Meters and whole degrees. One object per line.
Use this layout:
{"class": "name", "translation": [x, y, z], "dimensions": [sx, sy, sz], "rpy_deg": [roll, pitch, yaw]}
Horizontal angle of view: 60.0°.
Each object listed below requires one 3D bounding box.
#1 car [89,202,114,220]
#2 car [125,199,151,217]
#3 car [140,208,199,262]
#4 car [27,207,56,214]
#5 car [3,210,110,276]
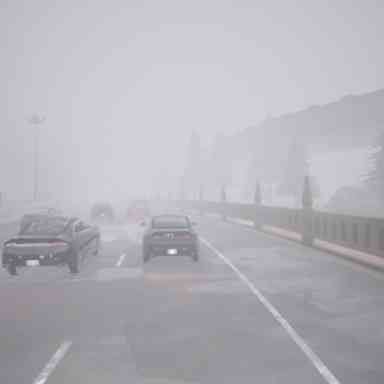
{"class": "car", "translation": [-7.962, 1.648, 29.492], "dimensions": [1.837, 1.490, 4.892], "rpy_deg": [0, 0, -16]}
{"class": "car", "translation": [-5.424, 1.497, 33.145], "dimensions": [2.097, 1.767, 4.553], "rpy_deg": [0, 0, -16]}
{"class": "car", "translation": [-0.856, 1.554, 12.412], "dimensions": [1.837, 1.490, 4.892], "rpy_deg": [0, 0, -6]}
{"class": "car", "translation": [-9.399, 1.645, 21.092], "dimensions": [1.812, 1.442, 4.674], "rpy_deg": [0, 0, -12]}
{"class": "car", "translation": [-4.175, 1.550, 10.633], "dimensions": [2.128, 1.511, 4.902], "rpy_deg": [0, 0, -6]}
